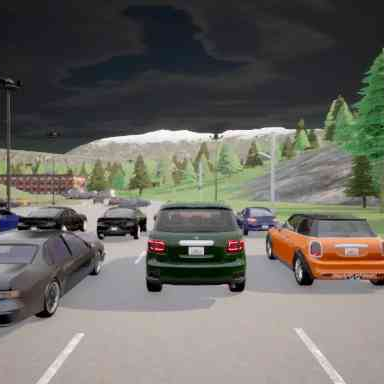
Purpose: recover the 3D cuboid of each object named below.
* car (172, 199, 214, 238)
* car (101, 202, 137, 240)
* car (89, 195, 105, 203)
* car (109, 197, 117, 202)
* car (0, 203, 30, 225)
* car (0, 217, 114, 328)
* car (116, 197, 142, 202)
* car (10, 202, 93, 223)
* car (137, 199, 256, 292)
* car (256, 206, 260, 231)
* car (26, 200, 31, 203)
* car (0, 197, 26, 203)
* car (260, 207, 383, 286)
[{"bbox_3d":[0.017,1.352,18.621,2.097,1.767,4.553,0,0,-1],"label":"car"},{"bbox_3d":[-3.456,1.478,17.158,1.882,1.535,5.008,0,0,0],"label":"car"},{"bbox_3d":[-18.818,1.492,66.232,2.128,1.511,4.902,0,0,-19],"label":"car"},{"bbox_3d":[-12.806,1.564,56.612,1.994,1.385,4.181,1,0,-1],"label":"car"},{"bbox_3d":[-10.457,1.526,17.369,1.812,1.442,4.674,0,0,-1],"label":"car"},{"bbox_3d":[-3.415,1.547,7.331,2.033,1.411,5.357,0,0,-1],"label":"car"},{"bbox_3d":[-7.812,1.547,46.803,2.033,1.411,5.357,0,0,24],"label":"car"},{"bbox_3d":[-6.963,1.478,17.167,1.882,1.535,5.008,0,0,1],"label":"car"},{"bbox_3d":[0.080,1.221,9.057,2.150,2.045,5.566,0,0,0],"label":"car"},{"bbox_3d":[3.523,1.526,18.445,1.812,1.442,4.674,0,0,-1],"label":"car"},{"bbox_3d":[-26.125,1.478,48.390,5.008,1.535,1.882,0,0,-3],"label":"car"},{"bbox_3d":[-25.701,1.504,44.858,4.892,1.490,1.837,0,0,-2],"label":"car"},{"bbox_3d":[3.578,1.352,9.590,2.097,1.767,4.553,0,0,0],"label":"car"}]
